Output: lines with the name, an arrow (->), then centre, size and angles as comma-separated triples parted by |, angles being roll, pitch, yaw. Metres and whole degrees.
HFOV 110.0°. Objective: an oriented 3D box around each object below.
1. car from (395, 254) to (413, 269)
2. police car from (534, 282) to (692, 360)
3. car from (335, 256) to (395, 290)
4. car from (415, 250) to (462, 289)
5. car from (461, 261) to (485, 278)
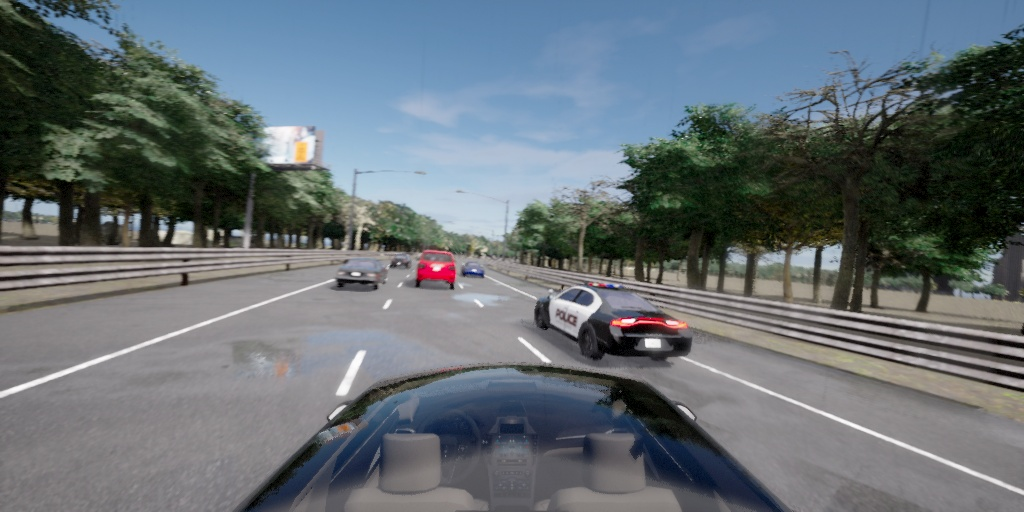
car -> -11.699, 0.553, 38.043 | 1.812, 1.442, 4.674 | 5, 0, -11
police car -> 2.119, 1.478, 9.295 | 2.038, 1.542, 4.974 | 5, 0, -15
car -> -7.347, 0.794, 17.953 | 2.033, 1.411, 5.357 | 5, 0, -14
car -> -4.570, 0.722, 21.464 | 2.150, 2.045, 5.566 | 5, 0, -13
car -> -3.735, 1.221, 33.746 | 1.994, 1.385, 4.181 | 5, 0, -12
